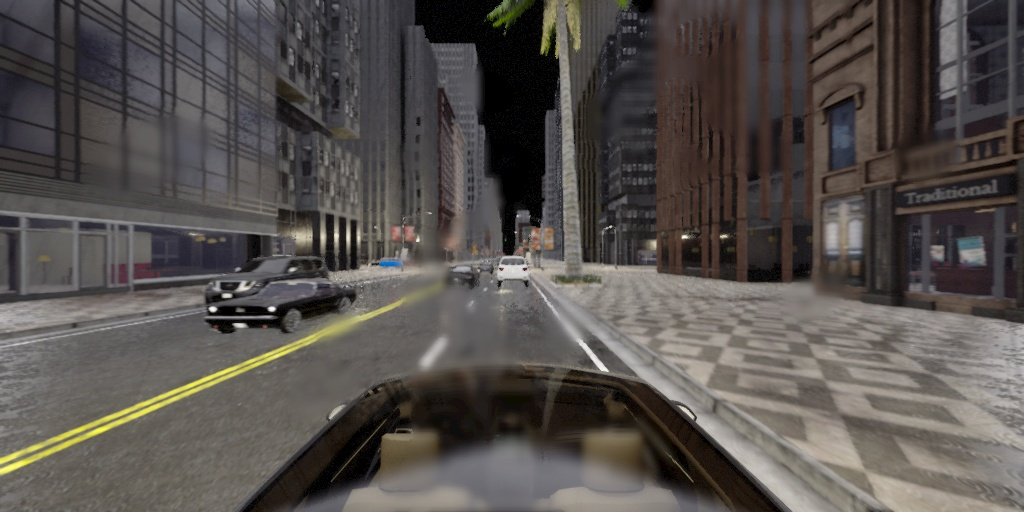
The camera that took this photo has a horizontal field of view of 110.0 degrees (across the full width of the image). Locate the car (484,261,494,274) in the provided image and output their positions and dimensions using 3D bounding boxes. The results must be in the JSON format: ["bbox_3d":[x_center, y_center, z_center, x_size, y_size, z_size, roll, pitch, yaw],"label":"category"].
[{"bbox_3d":[-3.199,1.405,44.773,2.128,1.511,4.902,0,0,0],"label":"car"}]

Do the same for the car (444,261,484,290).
[{"bbox_3d":[-3.174,1.306,23.511,1.882,1.535,5.008,0,0,0],"label":"car"}]

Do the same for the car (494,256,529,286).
[{"bbox_3d":[0.073,1.057,26.481,2.150,2.045,5.566,0,0,0],"label":"car"}]

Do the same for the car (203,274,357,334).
[{"bbox_3d":[-6.608,1.389,10.925,1.895,1.301,4.718,0,0,0],"label":"car"}]

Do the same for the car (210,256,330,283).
[{"bbox_3d":[-9.863,1.028,15.169,2.150,2.045,5.566,0,0,0],"label":"car"}]
